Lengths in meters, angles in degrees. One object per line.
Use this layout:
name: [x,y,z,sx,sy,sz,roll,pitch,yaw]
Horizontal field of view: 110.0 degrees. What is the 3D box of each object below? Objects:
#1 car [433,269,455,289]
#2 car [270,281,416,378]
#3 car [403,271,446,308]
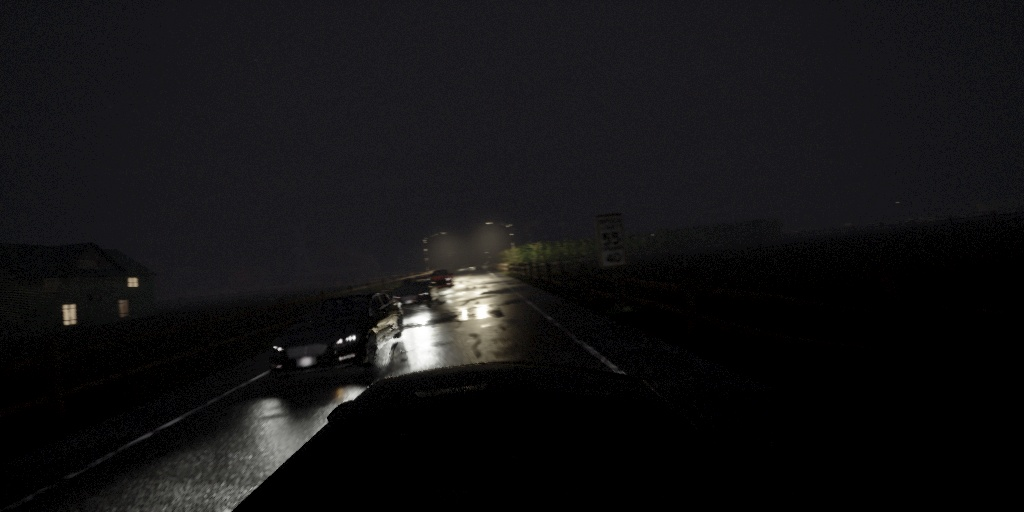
car: [-6.229,1.980,31.461,2.097,1.767,4.553,-6,-1,-5]
car: [-4.036,1.719,9.020,2.128,1.511,4.902,-6,0,-6]
car: [-5.014,1.896,19.032,2.128,1.511,4.902,-6,0,-6]
